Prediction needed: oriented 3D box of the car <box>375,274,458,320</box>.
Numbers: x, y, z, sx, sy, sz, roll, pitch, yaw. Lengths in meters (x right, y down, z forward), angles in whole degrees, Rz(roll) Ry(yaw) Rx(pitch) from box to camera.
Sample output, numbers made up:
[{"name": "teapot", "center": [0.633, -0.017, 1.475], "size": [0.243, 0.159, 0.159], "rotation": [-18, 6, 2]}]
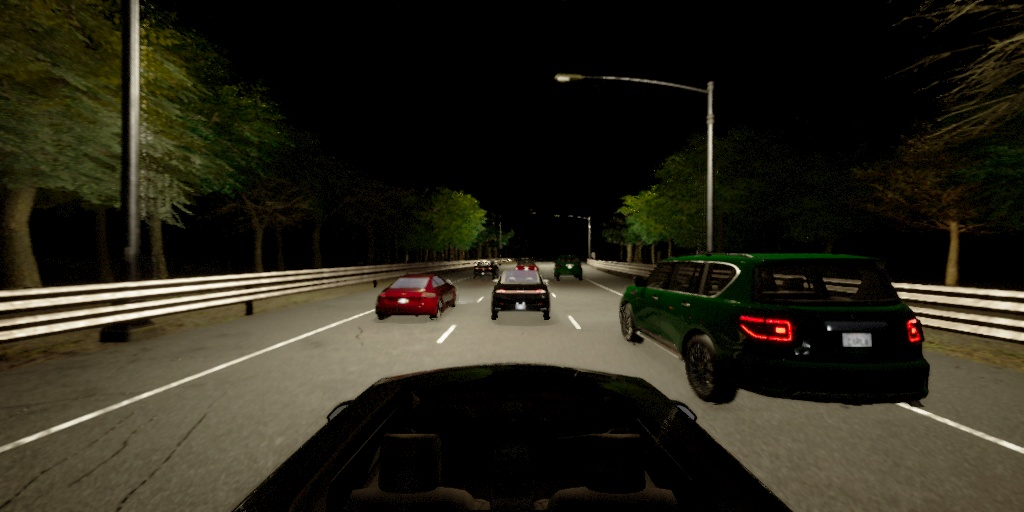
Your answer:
[{"name": "car", "center": [-3.187, 1.307, 12.684], "size": [1.994, 1.385, 4.181], "rotation": [0, 0, 2]}]

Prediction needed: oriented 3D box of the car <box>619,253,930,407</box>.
[{"name": "car", "center": [3.664, 0.975, 6.449], "size": [2.150, 2.045, 5.566], "rotation": [0, 0, 1]}]

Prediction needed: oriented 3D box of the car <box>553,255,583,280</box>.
[{"name": "car", "center": [4.773, 0.971, 30.926], "size": [2.150, 2.045, 5.566], "rotation": [0, 0, 4]}]

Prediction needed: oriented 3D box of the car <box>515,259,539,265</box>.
[{"name": "car", "center": [1.319, 1.097, 31.486], "size": [2.097, 1.767, 4.553], "rotation": [0, 0, 4]}]

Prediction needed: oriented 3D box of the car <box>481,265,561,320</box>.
[{"name": "car", "center": [0.310, 1.239, 12.665], "size": [2.128, 1.511, 4.902], "rotation": [0, 0, 2]}]

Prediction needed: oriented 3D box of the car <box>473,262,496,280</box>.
[{"name": "car", "center": [-2.178, 1.232, 31.689], "size": [2.128, 1.511, 4.902], "rotation": [0, 0, 4]}]
